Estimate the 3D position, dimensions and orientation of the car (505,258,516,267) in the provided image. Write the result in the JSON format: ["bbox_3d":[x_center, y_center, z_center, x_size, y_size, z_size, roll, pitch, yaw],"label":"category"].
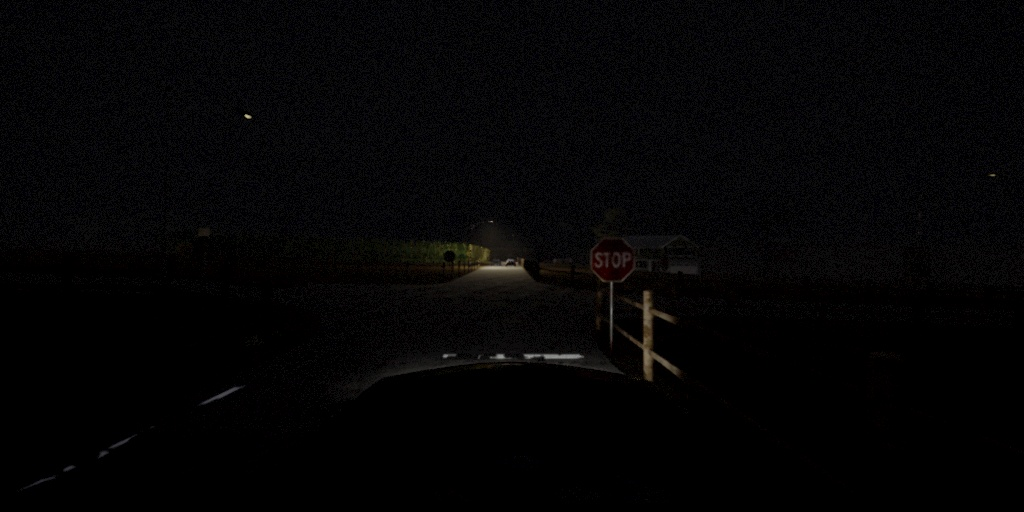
[{"bbox_3d":[-0.204,1.225,62.989,2.033,1.411,5.357,0,0,0],"label":"car"}]
